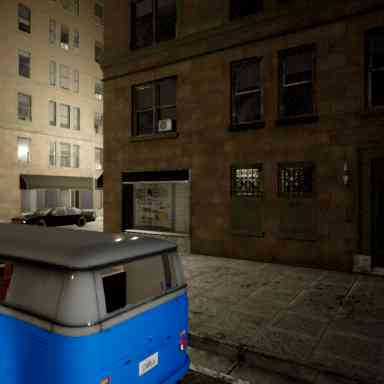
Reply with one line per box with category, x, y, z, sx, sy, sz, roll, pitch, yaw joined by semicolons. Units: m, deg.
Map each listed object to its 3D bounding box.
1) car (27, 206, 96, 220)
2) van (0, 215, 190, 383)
car;-8.771;1.626;21.486;2.033;1.411;5.357;0;0;33
van;-1.948;1.341;4.074;3.998;1.788;1.690;0;0;33
